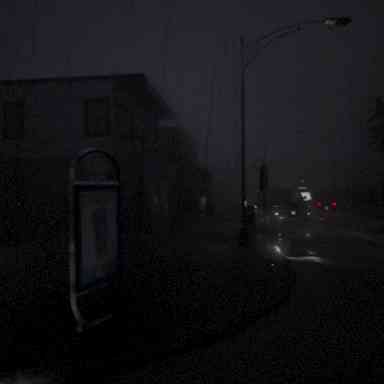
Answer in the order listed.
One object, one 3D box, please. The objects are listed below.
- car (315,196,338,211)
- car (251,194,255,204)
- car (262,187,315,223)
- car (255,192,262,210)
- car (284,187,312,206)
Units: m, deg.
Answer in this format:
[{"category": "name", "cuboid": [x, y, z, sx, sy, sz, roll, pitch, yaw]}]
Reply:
[{"category": "car", "cuboid": [11.276, 0.986, 29.425, 1.895, 1.301, 4.718, -1, 1, 7]}, {"category": "car", "cuboid": [8.577, 0.742, 41.944, 1.812, 1.442, 4.674, -1, 1, 8]}, {"category": "car", "cuboid": [6.142, 0.790, 21.843, 2.150, 2.045, 5.566, -1, 1, 7]}, {"category": "car", "cuboid": [7.322, 0.901, 31.695, 1.837, 1.490, 4.892, -1, 1, 7]}, {"category": "car", "cuboid": [12.442, 0.434, 39.338, 2.150, 2.045, 5.566, -1, 1, 7]}]
